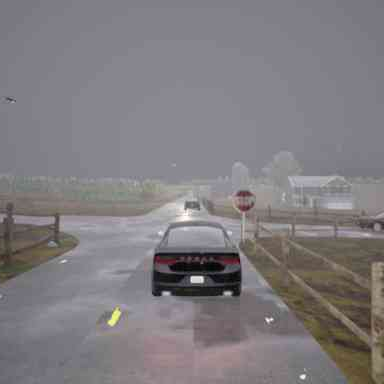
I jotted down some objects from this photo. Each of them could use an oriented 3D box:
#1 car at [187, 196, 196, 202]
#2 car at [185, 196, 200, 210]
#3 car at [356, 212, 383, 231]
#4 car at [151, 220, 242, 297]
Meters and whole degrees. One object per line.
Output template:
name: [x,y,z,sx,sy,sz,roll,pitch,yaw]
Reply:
car: [-0.110,1.643,79.778,2.128,1.511,4.902,0,0,0]
car: [0.039,1.514,42.873,1.882,1.535,5.008,0,0,0]
car: [14.811,2.127,24.653,5.008,1.535,1.882,2,1,-1]
car: [0.088,1.471,8.634,1.882,1.535,5.008,0,0,0]
